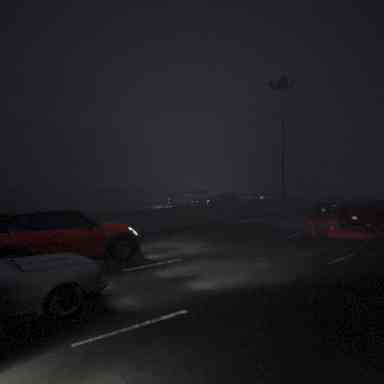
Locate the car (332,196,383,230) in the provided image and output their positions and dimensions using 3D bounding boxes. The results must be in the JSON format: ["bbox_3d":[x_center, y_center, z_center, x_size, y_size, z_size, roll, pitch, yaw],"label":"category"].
[{"bbox_3d":[9.643,1.082,18.216,1.882,1.535,5.008,0,1,42],"label":"car"}]

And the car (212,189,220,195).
[{"bbox_3d":[6.000,-0.044,82.946,1.837,1.490,4.892,-1,1,4],"label":"car"}]

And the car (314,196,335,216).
[{"bbox_3d":[10.566,1.028,25.003,1.812,1.442,4.674,0,1,37],"label":"car"}]

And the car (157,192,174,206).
[{"bbox_3d":[-2.663,0.845,43.408,2.097,1.767,4.553,-1,1,28],"label":"car"}]

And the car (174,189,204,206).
[{"bbox_3d":[0.442,0.686,41.738,2.150,2.045,5.566,-1,1,29],"label":"car"}]

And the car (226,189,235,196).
[{"bbox_3d":[9.464,0.084,82.281,2.128,1.511,4.902,-1,1,4],"label":"car"}]

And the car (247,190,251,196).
[{"bbox_3d":[12.649,0.220,77.746,1.882,1.535,5.008,-1,1,4],"label":"car"}]

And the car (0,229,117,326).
[{"bbox_3d":[-3.905,1.599,5.494,4.718,1.301,1.895,-2,1,-37],"label":"car"}]

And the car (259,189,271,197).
[{"bbox_3d":[15.745,0.166,72.005,2.097,1.767,4.553,-1,1,4],"label":"car"}]

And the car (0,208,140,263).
[{"bbox_3d":[-3.845,1.291,10.026,4.553,1.767,2.097,-2,1,-38],"label":"car"}]

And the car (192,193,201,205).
[{"bbox_3d":[2.319,1.078,38.010,1.895,1.301,4.718,-1,1,31],"label":"car"}]

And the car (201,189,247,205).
[{"bbox_3d":[3.264,0.875,33.169,2.097,1.767,4.553,-1,1,34],"label":"car"}]
